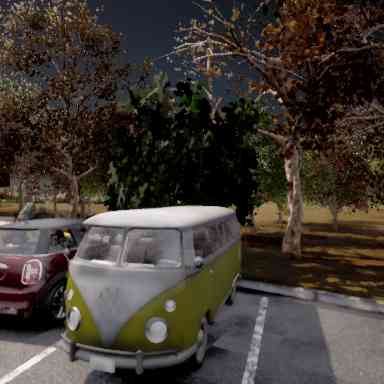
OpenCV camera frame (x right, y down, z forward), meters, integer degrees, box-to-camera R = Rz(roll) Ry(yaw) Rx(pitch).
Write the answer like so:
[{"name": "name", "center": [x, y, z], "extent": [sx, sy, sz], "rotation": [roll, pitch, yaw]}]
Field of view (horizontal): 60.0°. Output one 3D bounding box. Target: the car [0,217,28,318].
[{"name": "car", "center": [-2.689, 1.356, 7.445], "extent": [2.185, 1.767, 4.553], "rotation": [0, -1, 17]}]

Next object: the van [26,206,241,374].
[{"name": "van", "center": [-0.315, 1.254, 5.622], "extent": [1.878, 1.987, 4.442], "rotation": [0, -1, 16]}]
